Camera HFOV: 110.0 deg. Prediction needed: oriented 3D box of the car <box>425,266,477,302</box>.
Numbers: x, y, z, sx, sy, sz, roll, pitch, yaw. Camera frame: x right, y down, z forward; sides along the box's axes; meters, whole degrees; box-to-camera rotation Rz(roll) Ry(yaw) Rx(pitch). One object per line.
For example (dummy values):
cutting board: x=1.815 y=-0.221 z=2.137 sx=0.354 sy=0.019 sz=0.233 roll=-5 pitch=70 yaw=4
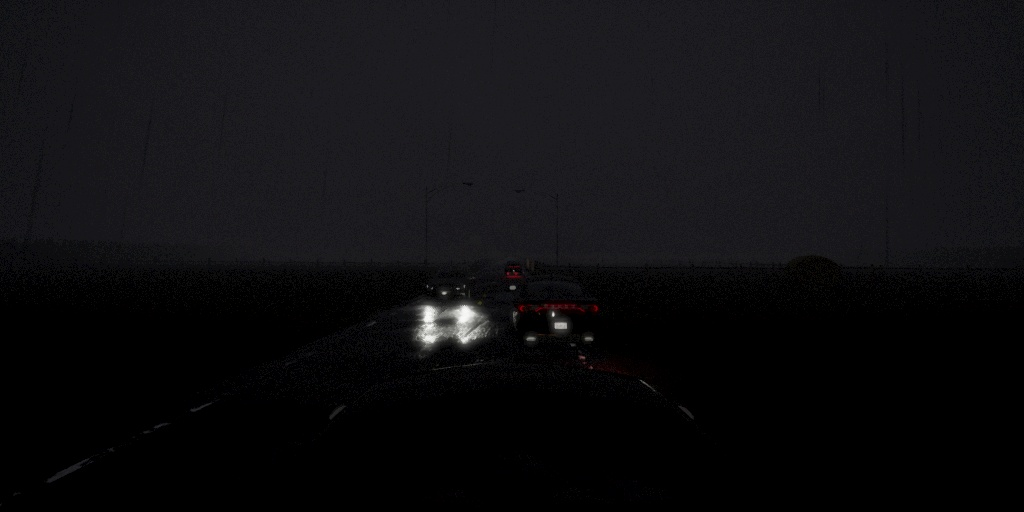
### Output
car: x=-2.744 y=1.254 z=16.949 sx=1.837 sy=1.490 sz=4.892 roll=0 pitch=0 yaw=0

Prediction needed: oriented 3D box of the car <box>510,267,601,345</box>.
car: x=0.965 y=1.228 z=9.566 sx=1.882 sy=1.535 sz=5.008 roll=0 pitch=0 yaw=0

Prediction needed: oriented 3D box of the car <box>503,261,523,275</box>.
car: x=0.111 y=1.248 z=38.733 sx=1.837 sy=1.490 sz=4.892 roll=0 pitch=0 yaw=-2
